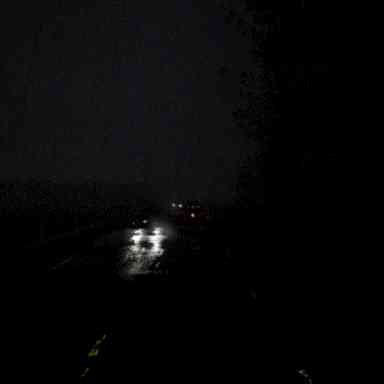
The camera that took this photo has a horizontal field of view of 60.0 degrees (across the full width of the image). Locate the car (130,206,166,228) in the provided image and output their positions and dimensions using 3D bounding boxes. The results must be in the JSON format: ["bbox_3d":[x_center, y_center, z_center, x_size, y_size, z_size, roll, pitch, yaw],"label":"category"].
[{"bbox_3d":[-2.867,1.621,22.329,1.994,1.385,4.181,0,0,0],"label":"car"}]

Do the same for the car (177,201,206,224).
[{"bbox_3d":[0.078,1.630,25.748,1.994,1.385,4.181,0,0,0],"label":"car"}]

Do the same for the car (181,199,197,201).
[{"bbox_3d":[0.069,1.645,38.240,2.033,1.411,5.357,0,0,0],"label":"car"}]

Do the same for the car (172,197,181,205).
[{"bbox_3d":[-2.813,1.712,64.578,2.033,1.411,5.357,0,0,0],"label":"car"}]
